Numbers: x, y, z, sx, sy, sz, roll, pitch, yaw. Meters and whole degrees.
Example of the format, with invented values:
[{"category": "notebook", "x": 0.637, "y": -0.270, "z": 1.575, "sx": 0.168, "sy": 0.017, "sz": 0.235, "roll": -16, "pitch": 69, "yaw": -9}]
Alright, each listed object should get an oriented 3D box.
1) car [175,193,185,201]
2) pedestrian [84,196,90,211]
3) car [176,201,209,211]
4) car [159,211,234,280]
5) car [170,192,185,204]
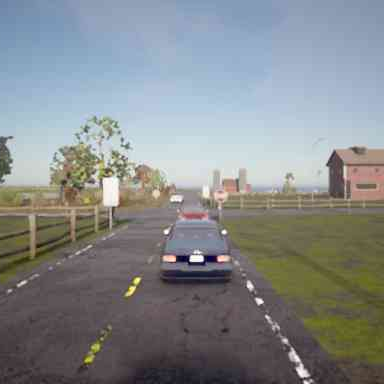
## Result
[{"category": "car", "x": -2.749, "y": 1.117, "z": 76.623, "sx": 2.097, "sy": 1.767, "sz": 4.553, "roll": 0, "pitch": 0, "yaw": 0}, {"category": "pedestrian", "x": -12.156, "y": 1.296, "z": 38.476, "sx": 0.375, "sy": 1.860, "sz": 0.375, "roll": 0, "pitch": 1, "yaw": 0}, {"category": "car", "x": 0.066, "y": 1.464, "z": 19.605, "sx": 1.812, "sy": 1.442, "sz": 4.674, "roll": 0, "pitch": 0, "yaw": -1}, {"category": "car", "x": 0.102, "y": 1.515, "z": 9.865, "sx": 2.033, "sy": 1.411, "sz": 5.357, "roll": 0, "pitch": 0, "yaw": 0}, {"category": "car", "x": -2.782, "y": 1.031, "z": 61.288, "sx": 2.150, "sy": 2.045, "sz": 5.566, "roll": 0, "pitch": 0, "yaw": 0}]
